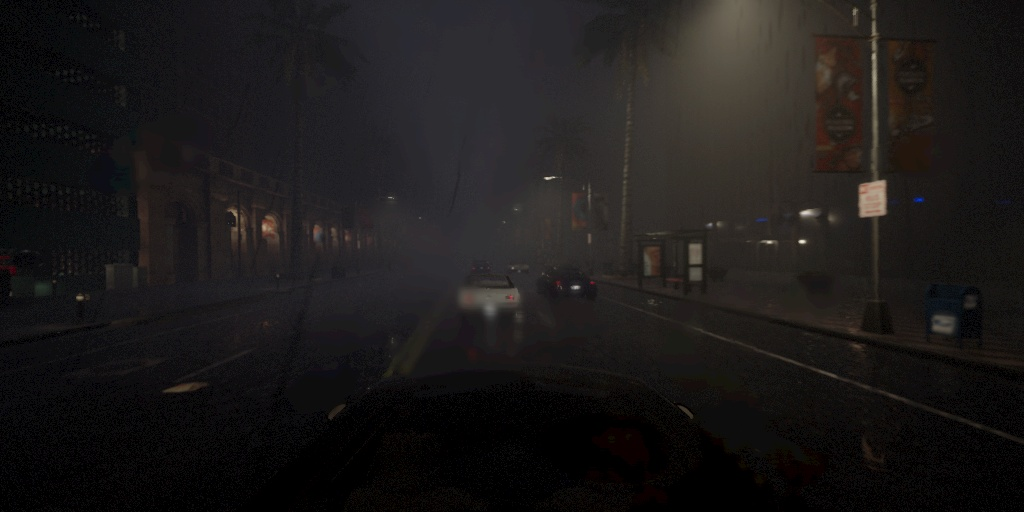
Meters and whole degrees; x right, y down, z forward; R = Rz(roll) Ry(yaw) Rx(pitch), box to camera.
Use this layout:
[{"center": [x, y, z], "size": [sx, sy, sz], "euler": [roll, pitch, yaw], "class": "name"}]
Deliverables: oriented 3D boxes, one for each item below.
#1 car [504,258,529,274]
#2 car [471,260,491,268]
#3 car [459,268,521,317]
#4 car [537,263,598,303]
[{"center": [0.458, 1.114, 35.556], "size": [1.895, 1.301, 4.718], "euler": [-1, 0, -6], "class": "car"}, {"center": [-3.006, 1.111, 35.025], "size": [2.033, 1.411, 5.357], "euler": [-1, 0, -6], "class": "car"}, {"center": [-0.841, 1.286, 12.911], "size": [1.895, 1.301, 4.718], "euler": [-1, 0, -5], "class": "car"}, {"center": [2.346, 1.185, 16.036], "size": [1.994, 1.385, 4.181], "euler": [-1, 0, -5], "class": "car"}]
